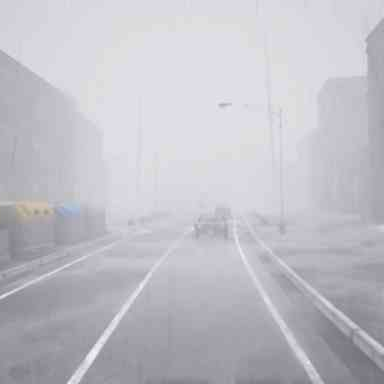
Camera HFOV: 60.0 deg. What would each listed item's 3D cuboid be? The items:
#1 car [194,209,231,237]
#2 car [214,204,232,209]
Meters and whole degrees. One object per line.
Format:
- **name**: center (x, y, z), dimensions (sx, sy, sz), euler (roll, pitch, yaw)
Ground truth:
- **car**: center (1.276, 1.935, 20.358), dimensions (1.895, 1.301, 4.718), euler (0, -1, 6)
- **car**: center (3.608, 2.160, 38.673), dimensions (1.882, 1.535, 5.008), euler (0, -2, 8)
